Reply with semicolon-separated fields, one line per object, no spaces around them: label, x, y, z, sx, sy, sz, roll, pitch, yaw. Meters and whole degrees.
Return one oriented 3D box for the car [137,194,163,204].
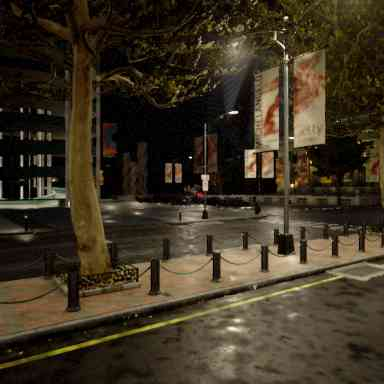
car;-8.731;1.558;65.847;5.357;1.411;2.033;0;0;43

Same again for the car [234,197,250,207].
car;6.570;1.560;51.974;2.033;1.411;5.357;0;0;-35

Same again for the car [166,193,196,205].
car;-1.926;1.363;57.742;2.097;1.767;4.553;0;0;-37

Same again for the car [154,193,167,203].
car;-5.713;1.234;68.003;5.566;2.045;2.150;0;0;45

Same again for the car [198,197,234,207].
car;3.511;1.489;50.225;1.882;1.535;5.008;0;0;-35

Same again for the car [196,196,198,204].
car;0.993;1.538;59.705;1.812;1.442;4.674;0;0;-36
